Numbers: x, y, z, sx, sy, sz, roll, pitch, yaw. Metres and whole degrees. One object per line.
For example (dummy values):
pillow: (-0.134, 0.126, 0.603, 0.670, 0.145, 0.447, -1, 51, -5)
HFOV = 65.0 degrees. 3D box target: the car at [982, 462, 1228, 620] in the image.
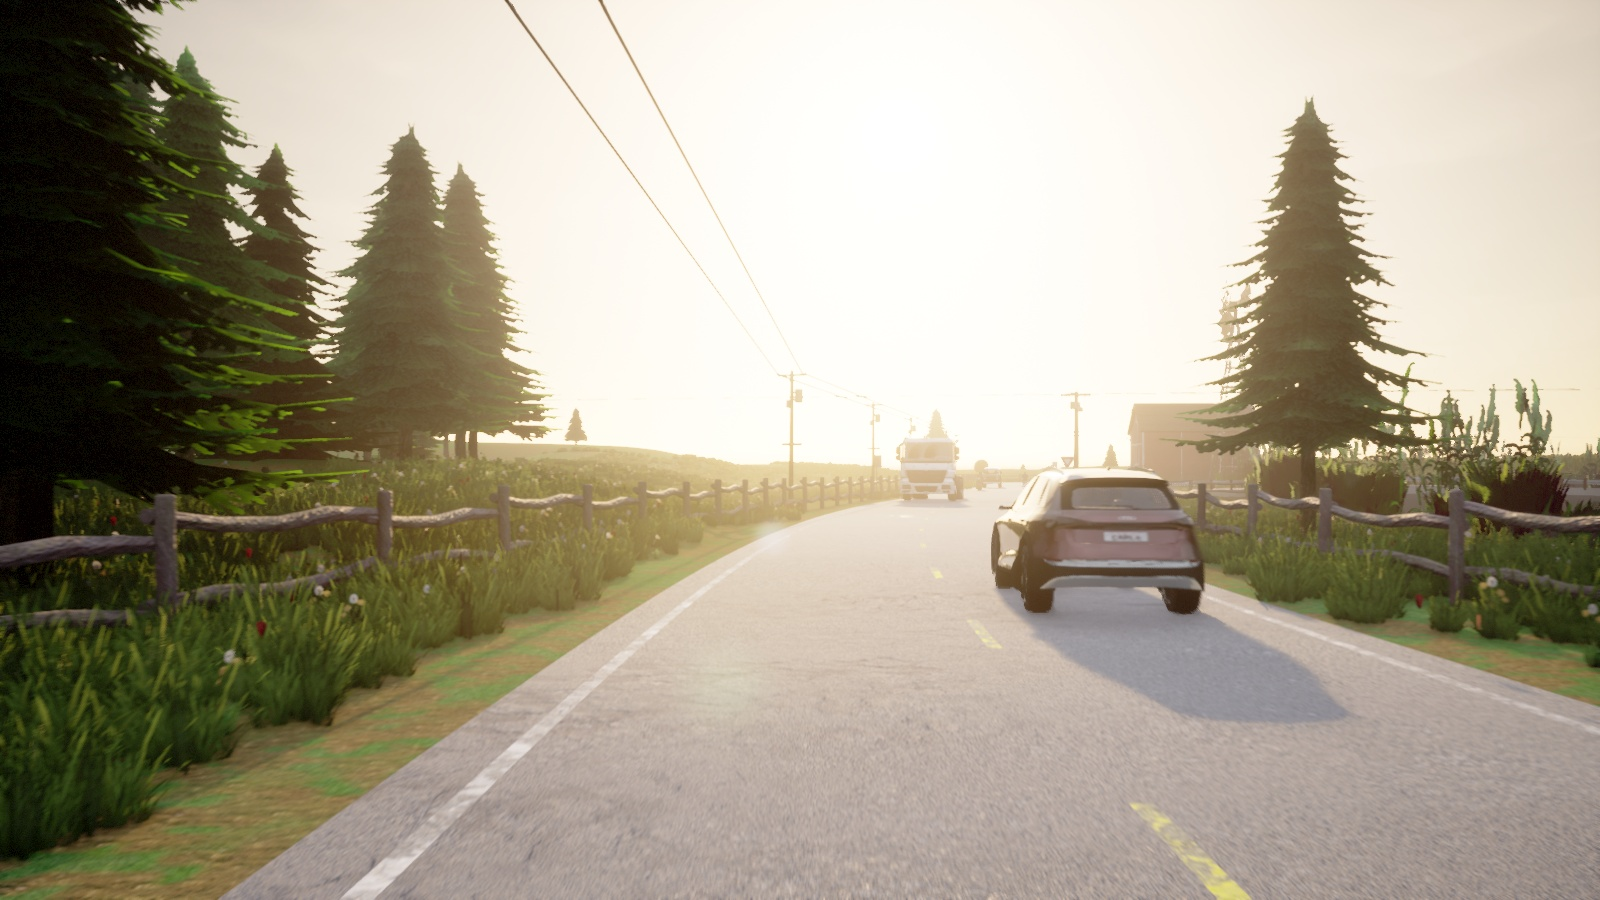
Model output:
car: (3.526, 0.990, 15.523, 2.033, 1.649, 4.856, 0, -1, 2)

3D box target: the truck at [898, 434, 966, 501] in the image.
truck: (7.415, 0.966, 69.425, 2.891, 3.462, 7.936, 0, -1, 12)
